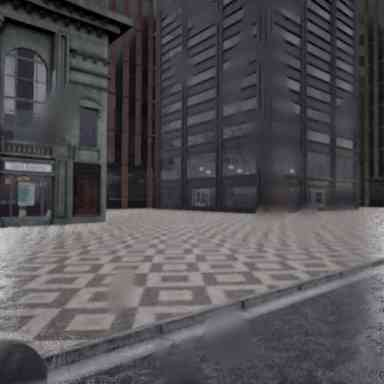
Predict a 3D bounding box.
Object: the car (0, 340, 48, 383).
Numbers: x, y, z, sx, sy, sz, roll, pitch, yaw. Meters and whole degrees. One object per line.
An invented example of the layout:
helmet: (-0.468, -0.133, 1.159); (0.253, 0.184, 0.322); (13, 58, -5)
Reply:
car: (-2.942, 1.527, 0.912); (4.892, 1.490, 1.837); (1, -1, -39)
